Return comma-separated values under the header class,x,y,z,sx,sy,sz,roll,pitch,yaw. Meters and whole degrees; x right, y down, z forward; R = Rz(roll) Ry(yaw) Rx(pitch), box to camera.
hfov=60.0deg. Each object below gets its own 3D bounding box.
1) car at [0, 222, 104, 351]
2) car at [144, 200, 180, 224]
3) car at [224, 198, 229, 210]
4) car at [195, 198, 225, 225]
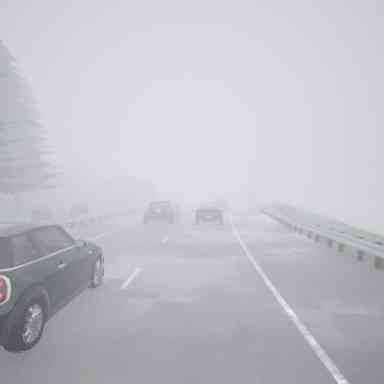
class,x,y,z,sx,sy,sz,roll,pitch,yaw
car,-3.249,1.347,6.370,2.097,1.767,4.553,0,0,1
car,-2.149,1.350,24.828,2.097,1.767,4.553,0,0,5
car,3.584,1.511,42.458,2.163,1.488,4.792,0,0,9
car,1.326,1.481,24.501,1.882,1.535,5.008,0,0,5
